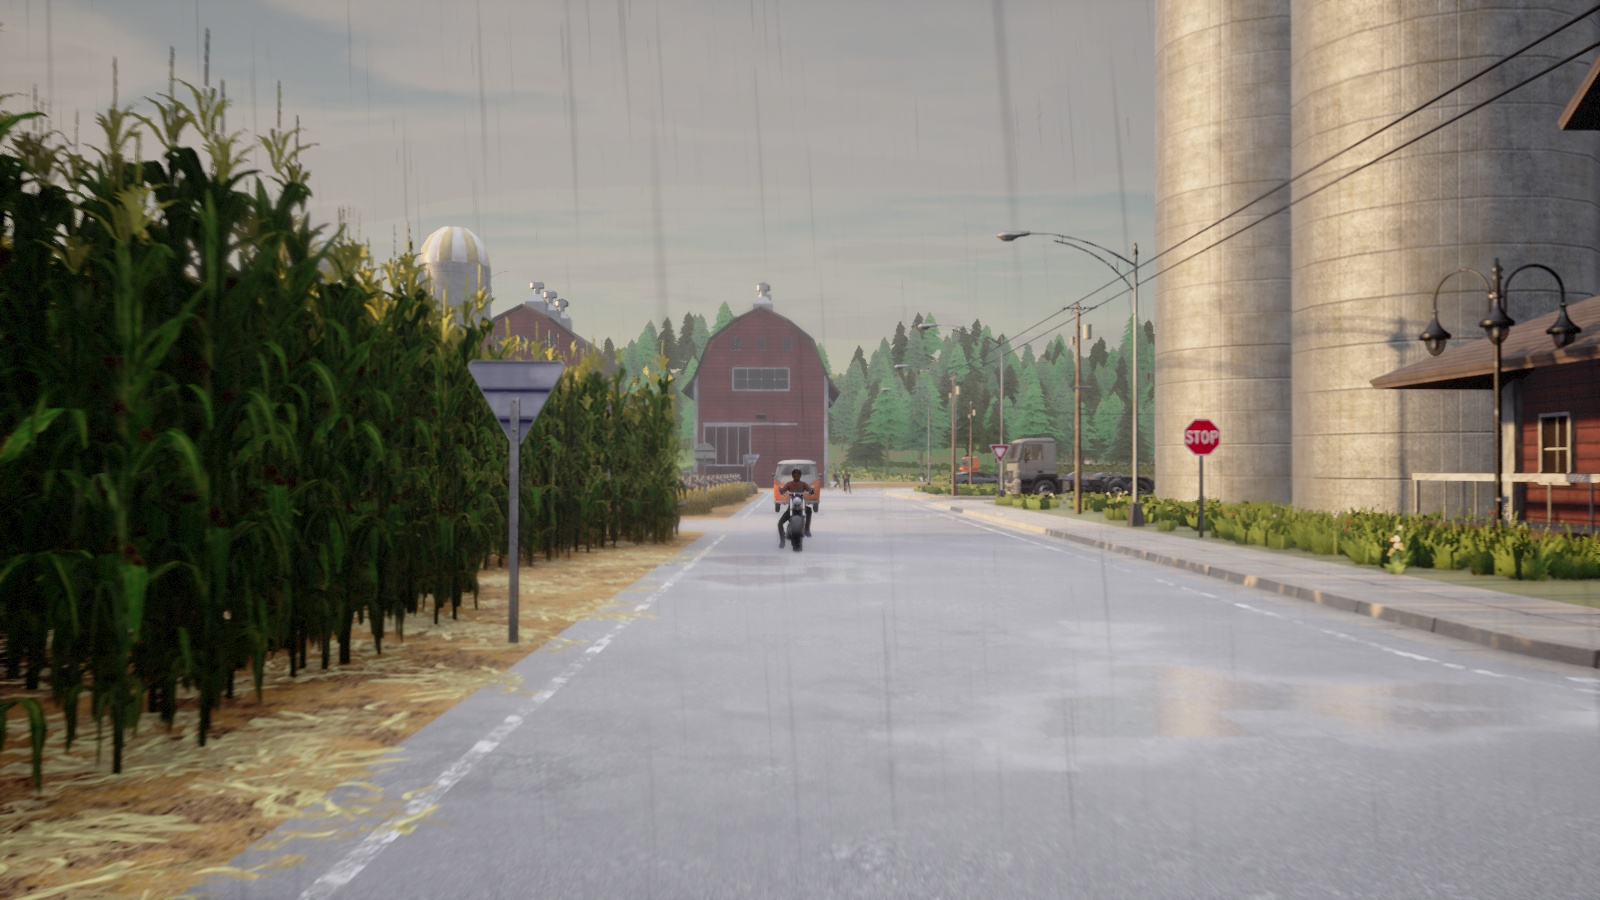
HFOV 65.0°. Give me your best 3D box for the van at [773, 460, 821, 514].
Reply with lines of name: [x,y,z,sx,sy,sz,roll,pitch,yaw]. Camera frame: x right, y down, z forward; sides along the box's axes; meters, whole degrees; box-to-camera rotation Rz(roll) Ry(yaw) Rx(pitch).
van: [-0.114,1.382,48.792,1.775,1.987,4.442,0,-1,0]

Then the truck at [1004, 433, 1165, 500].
truck: [15.134,0.897,67.151,7.936,3.462,2.891,0,-1,-1]

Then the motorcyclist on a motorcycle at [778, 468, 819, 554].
motorcyclist on a motorcycle: [-0.057,1.189,25.315,0.766,1.649,2.350,0,-1,-1]
